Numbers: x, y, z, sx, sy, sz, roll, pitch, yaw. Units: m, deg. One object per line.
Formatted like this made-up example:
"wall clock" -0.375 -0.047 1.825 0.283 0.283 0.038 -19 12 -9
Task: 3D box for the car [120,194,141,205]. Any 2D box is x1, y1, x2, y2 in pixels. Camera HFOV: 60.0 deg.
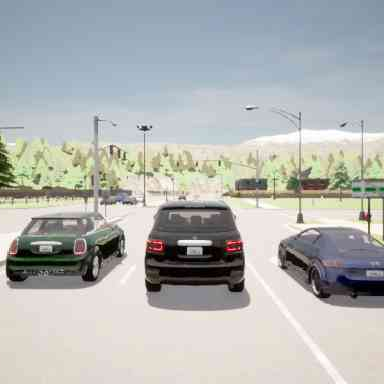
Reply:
"car" -10.864 1.547 58.292 2.033 1.411 5.357 0 0 1

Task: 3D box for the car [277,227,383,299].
"car" 3.578 1.564 8.505 1.994 1.385 4.181 0 0 0

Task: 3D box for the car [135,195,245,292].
"car" 0.075 1.221 9.051 2.150 2.045 5.566 0 0 1

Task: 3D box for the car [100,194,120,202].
"car" -14.392 1.564 57.206 1.994 1.385 4.181 0 0 1

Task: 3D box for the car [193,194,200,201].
"car" 1.116 1.311 83.397 1.882 1.535 5.008 0 0 1

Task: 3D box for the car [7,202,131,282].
"car" -3.417 1.352 9.946 2.097 1.767 4.553 0 0 0

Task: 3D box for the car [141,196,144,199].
"car" -10.658 1.526 67.873 1.812 1.442 4.674 0 0 1

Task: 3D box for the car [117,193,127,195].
"car" -14.179 1.223 66.822 2.150 2.045 5.566 0 0 1
